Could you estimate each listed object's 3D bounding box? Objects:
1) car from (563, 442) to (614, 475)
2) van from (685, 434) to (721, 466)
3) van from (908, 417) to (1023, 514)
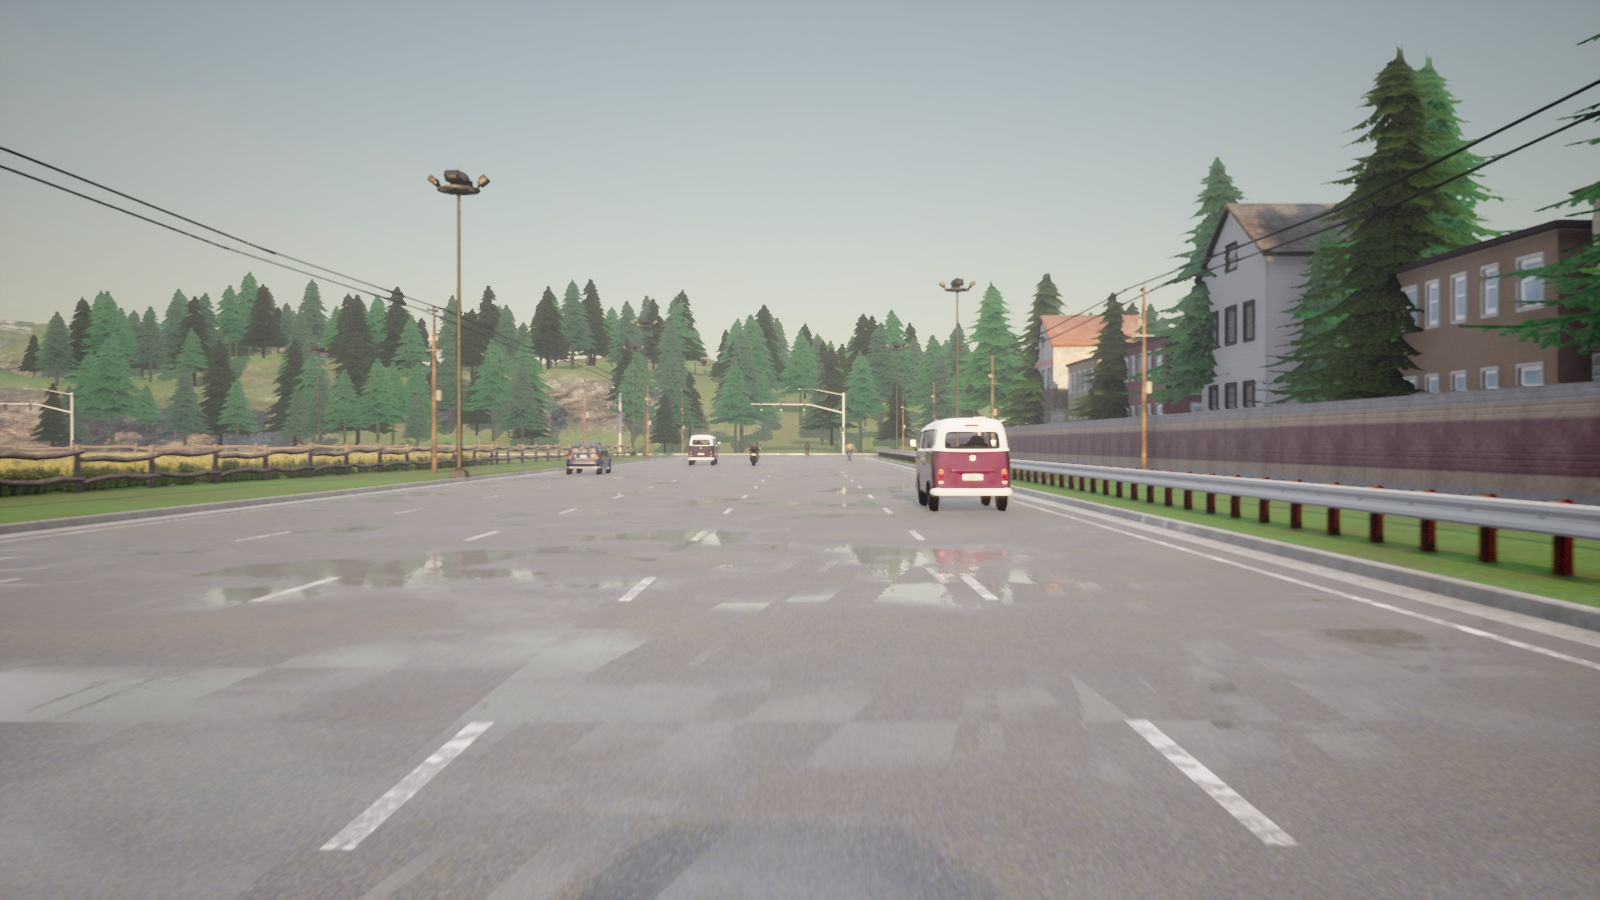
[{"bbox_3d":[-10.144,0.377,60.475,1.789,1.549,3.705,0,0,0],"label":"car"},{"bbox_3d":[-6.507,-0.009,84.587,2.069,2.038,4.480,0,0,0],"label":"van"},{"bbox_3d":[3.678,0.312,28.692,2.069,2.038,4.480,0,0,0],"label":"van"}]
